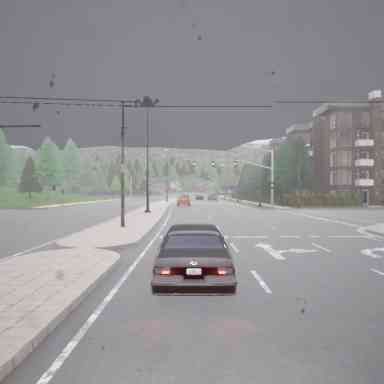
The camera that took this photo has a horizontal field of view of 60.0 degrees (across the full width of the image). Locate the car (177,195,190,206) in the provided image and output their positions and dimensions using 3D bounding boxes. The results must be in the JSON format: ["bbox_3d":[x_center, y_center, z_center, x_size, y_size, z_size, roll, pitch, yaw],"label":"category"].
[{"bbox_3d":[-1.354,1.352,54.543,2.097,1.767,4.553,0,0,-1],"label":"car"}]

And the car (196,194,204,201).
[{"bbox_3d":[1.983,1.477,85.406,1.882,1.535,5.008,0,0,0],"label":"car"}]

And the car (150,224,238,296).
[{"bbox_3d":[0.043,1.547,8.798,2.033,1.411,5.357,0,0,0],"label":"car"}]

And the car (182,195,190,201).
[{"bbox_3d":[-1.517,1.523,85.368,1.812,1.442,4.674,0,0,0],"label":"car"}]

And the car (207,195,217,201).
[{"bbox_3d":[5.483,1.539,85.414,2.033,1.411,5.357,0,0,0],"label":"car"}]
